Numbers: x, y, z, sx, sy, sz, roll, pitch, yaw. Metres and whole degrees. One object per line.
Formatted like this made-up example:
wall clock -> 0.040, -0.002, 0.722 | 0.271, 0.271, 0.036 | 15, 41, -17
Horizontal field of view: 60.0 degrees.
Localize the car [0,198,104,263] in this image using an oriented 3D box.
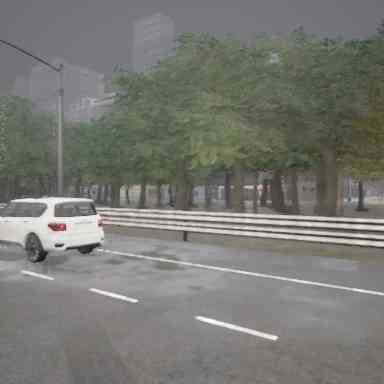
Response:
car -> -5.636, 1.226, 12.202 | 5.566, 2.045, 2.150 | 0, 0, 36
